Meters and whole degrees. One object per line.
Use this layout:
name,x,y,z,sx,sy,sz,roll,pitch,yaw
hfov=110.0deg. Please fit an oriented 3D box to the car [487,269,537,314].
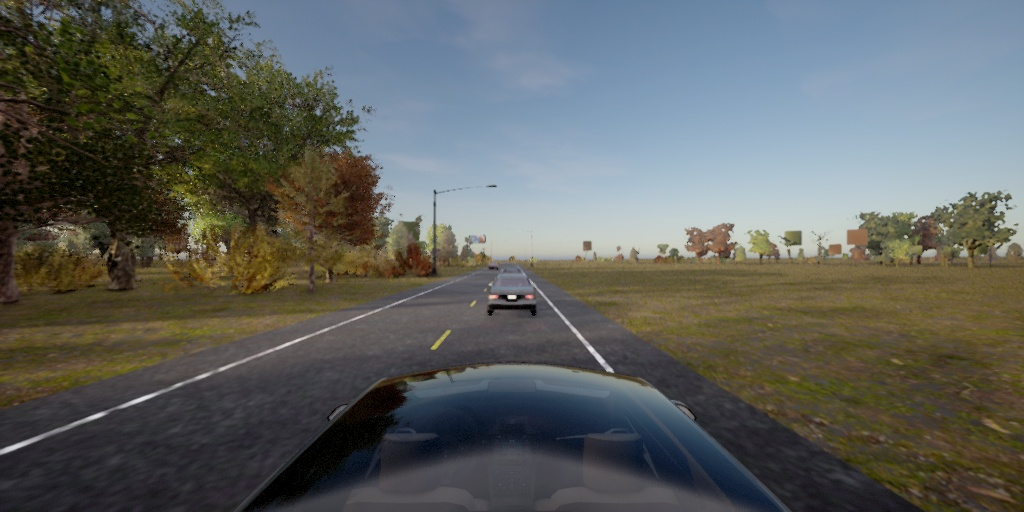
car,0.007,1.429,14.353,2.033,1.411,5.357,0,-1,0

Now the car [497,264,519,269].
car,0.020,1.613,30.394,1.994,1.385,4.181,0,-1,0
